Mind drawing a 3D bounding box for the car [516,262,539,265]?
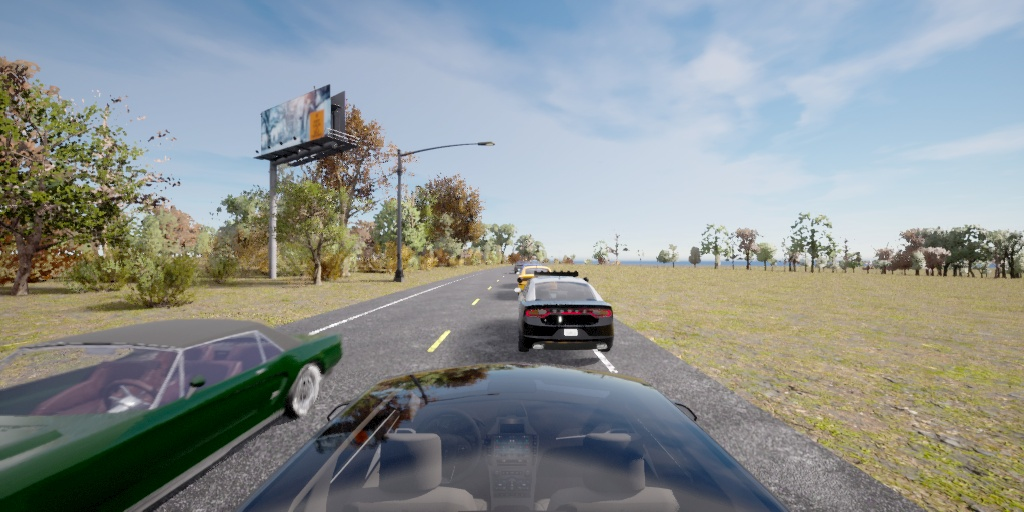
[{"bbox_3d":[1.259,1.266,18.924,1.882,1.535,5.008,0,0,1],"label":"car"}]

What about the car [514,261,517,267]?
[{"bbox_3d":[1.325,1.466,45.966,2.128,1.511,4.902,0,0,4],"label":"car"}]

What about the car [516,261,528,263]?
[{"bbox_3d":[1.420,1.295,24.902,1.882,1.535,5.008,0,0,2],"label":"car"}]

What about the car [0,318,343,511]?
[{"bbox_3d":[-3.471,1.351,3.156,1.895,1.301,4.718,0,0,0],"label":"car"}]

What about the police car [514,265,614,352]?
[{"bbox_3d":[1.091,1.184,9.068,1.930,1.638,5.238,0,0,1],"label":"police car"}]
